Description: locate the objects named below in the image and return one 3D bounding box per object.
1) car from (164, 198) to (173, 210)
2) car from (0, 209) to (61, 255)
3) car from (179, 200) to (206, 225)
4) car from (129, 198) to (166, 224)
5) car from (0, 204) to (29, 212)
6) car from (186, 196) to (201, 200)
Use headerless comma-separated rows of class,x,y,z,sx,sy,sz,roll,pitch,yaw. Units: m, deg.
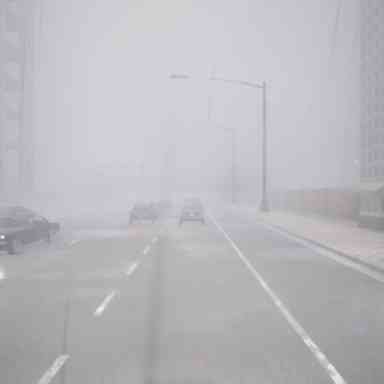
car,-3.430,1.474,41.903,2.128,1.511,4.902,0,0,0
car,-7.084,1.595,13.334,1.895,1.301,4.718,0,0,0
car,0.031,1.537,24.201,2.033,1.411,5.357,0,0,1
car,-3.459,1.482,25.014,2.128,1.511,4.902,0,0,1
car,-10.557,1.470,18.629,1.882,1.535,5.008,0,0,0
car,0.069,1.334,41.873,2.097,1.767,4.553,0,0,0
